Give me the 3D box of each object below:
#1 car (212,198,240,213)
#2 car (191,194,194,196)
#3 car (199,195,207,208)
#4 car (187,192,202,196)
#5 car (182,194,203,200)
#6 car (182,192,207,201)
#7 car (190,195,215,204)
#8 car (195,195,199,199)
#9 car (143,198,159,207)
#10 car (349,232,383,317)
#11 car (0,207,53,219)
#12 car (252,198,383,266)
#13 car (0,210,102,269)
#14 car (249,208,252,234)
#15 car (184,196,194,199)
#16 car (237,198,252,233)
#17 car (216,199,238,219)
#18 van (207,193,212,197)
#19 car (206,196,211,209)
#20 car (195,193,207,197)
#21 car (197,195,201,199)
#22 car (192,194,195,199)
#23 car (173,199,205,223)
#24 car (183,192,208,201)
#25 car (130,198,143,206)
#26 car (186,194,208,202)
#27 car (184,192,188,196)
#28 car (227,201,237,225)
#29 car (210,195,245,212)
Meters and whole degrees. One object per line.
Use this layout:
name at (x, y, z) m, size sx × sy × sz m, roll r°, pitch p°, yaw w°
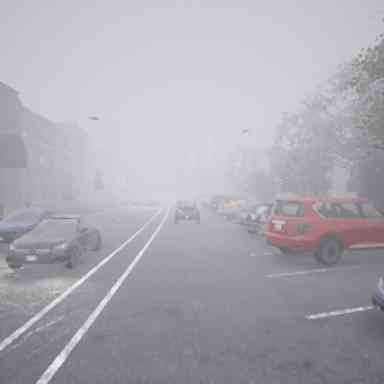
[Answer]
car at (4.688, 1.525, 29.379) m, size 5.008 × 1.535 × 2.097 m, roll 1°, pitch 0°, yaw -23°
car at (2.898, 1.634, 59.032) m, size 4.892 × 1.521 × 2.231 m, roll 1°, pitch 0°, yaw -25°
car at (3.946, 1.579, 44.209) m, size 5.008 × 1.535 × 2.097 m, roll 1°, pitch 0°, yaw -24°
car at (2.671, 1.376, 62.014) m, size 5.566 × 2.045 × 2.435 m, roll 1°, pitch 0°, yaw -25°
car at (0.246, 1.264, 85.665) m, size 4.892 × 1.521 × 2.231 m, roll 0°, pitch 1°, yaw -27°
car at (0.617, 1.075, 82.723) m, size 5.566 × 2.045 × 2.435 m, roll 0°, pitch 1°, yaw -27°
car at (2.091, 1.461, 67.911) m, size 4.553 × 1.767 × 2.185 m, roll 0°, pitch 0°, yaw -26°
car at (3.722, 1.603, 50.221) m, size 5.366 × 1.575 × 1.946 m, roll 1°, pitch -1°, yaw -24°
car at (-6.274, 1.712, 53.609) m, size 1.994 × 1.385 × 4.181 m, roll 0°, pitch 0°, yaw -4°
car at (5.288, 1.527, 5.617) m, size 4.674 × 1.452 × 2.002 m, roll 1°, pitch 0°, yaw -21°
car at (-7.247, 1.494, 14.980) m, size 1.882 × 1.535 × 5.008 m, roll 0°, pitch 0°, yaw -1°
car at (5.240, 1.240, 11.573) m, size 5.566 × 2.045 × 2.435 m, roll 1°, pitch 0°, yaw -21°
car at (-4.375, 1.535, 11.318) m, size 1.812 × 1.442 × 4.674 m, roll 0°, pitch 0°, yaw -1°
car at (5.158, 1.535, 14.526) m, size 4.674 × 1.452 × 2.002 m, roll 1°, pitch 0°, yaw -21°
car at (-1.229, 1.641, 42.861) m, size 2.033 × 1.411 × 5.357 m, roll 0°, pitch 0°, yaw -3°
car at (5.056, 1.373, 17.492) m, size 4.553 × 1.767 × 2.185 m, roll 1°, pitch 0°, yaw -22°
car at (4.781, 1.547, 26.397) m, size 4.792 × 1.488 × 2.163 m, roll 1°, pitch 0°, yaw -22°
van at (4.385, 1.331, 38.334) m, size 4.442 × 1.987 × 1.878 m, roll 1°, pitch -1°, yaw -23°
car at (4.436, 1.544, 35.311) m, size 5.008 × 1.535 × 2.097 m, roll 1°, pitch 0°, yaw -23°
car at (3.373, 1.490, 53.115) m, size 4.553 × 1.767 × 2.185 m, roll 1°, pitch 0°, yaw -24°
car at (3.744, 1.591, 47.181) m, size 5.008 × 1.535 × 2.097 m, roll 1°, pitch -1°, yaw -24°
car at (3.117, 1.627, 56.071) m, size 5.008 × 1.535 × 2.097 m, roll 1°, pitch 0°, yaw -25°
car at (-0.399, 1.522, 25.390) m, size 2.128 × 1.511 × 4.902 m, roll 0°, pitch 0°, yaw -2°
car at (0.898, 1.137, 79.734) m, size 5.566 × 2.045 × 2.435 m, roll 0°, pitch 2°, yaw -26°
car at (-9.307, 1.726, 56.735) m, size 1.994 × 1.385 × 4.181 m, roll 0°, pitch 0°, yaw -4°
car at (1.266, 1.325, 76.814) m, size 4.553 × 1.767 × 2.185 m, roll 0°, pitch 2°, yaw -26°
car at (1.815, 1.300, 70.866) m, size 5.566 × 2.045 × 2.435 m, roll 0°, pitch 1°, yaw -26°
car at (5.016, 1.505, 20.466) m, size 4.892 × 1.521 × 2.231 m, roll 1°, pitch 0°, yaw -22°
car at (4.536, 1.408, 32.340) m, size 4.553 × 1.767 × 2.185 m, roll 1°, pitch -1°, yaw -23°
